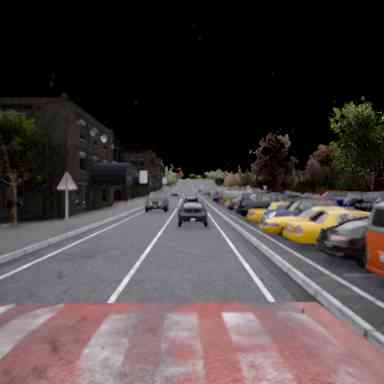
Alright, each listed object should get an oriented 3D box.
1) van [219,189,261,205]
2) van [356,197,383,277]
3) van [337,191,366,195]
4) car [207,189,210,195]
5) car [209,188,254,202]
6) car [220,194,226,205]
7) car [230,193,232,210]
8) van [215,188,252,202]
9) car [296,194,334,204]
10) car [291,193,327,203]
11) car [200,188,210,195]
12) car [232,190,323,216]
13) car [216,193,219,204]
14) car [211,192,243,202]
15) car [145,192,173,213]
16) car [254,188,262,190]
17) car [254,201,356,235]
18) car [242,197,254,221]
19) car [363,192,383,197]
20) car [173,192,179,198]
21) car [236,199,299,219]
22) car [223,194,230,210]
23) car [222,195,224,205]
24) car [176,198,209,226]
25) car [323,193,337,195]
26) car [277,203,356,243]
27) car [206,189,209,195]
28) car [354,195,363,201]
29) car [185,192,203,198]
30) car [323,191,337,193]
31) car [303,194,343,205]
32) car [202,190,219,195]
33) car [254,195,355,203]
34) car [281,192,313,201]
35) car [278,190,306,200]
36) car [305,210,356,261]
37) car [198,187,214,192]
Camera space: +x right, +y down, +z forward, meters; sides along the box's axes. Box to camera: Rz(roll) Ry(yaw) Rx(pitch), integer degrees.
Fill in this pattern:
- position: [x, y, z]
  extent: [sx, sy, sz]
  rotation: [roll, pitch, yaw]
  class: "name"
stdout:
- position: [5.996, 0.961, 41.180]
  extent: [4.442, 1.987, 1.878]
  rotation: [0, 1, 0]
  class: "van"
- position: [6.275, 1.169, 7.135]
  extent: [4.442, 1.987, 1.878]
  rotation: [0, 0, 0]
  class: "van"
- position: [18.380, 1.021, 35.547]
  extent: [4.442, 1.987, 1.878]
  rotation: [0, 0, 0]
  class: "van"
- position: [5.697, 0.718, 63.663]
  extent: [4.674, 1.452, 2.002]
  rotation: [0, 1, 0]
  class: "car"
- position: [5.783, 0.748, 49.532]
  extent: [5.566, 2.045, 2.435]
  rotation: [0, 1, 0]
  class: "car"
- position: [5.906, 1.269, 38.226]
  extent: [4.674, 1.452, 2.002]
  rotation: [0, 0, 0]
  class: "car"
- position: [6.004, 1.152, 29.740]
  extent: [4.553, 1.767, 2.185]
  rotation: [0, 0, 0]
  class: "car"
- position: [5.951, 0.838, 46.709]
  extent: [4.442, 1.987, 1.878]
  rotation: [0, 1, 0]
  class: "van"
- position: [18.356, 1.024, 49.810]
  extent: [4.792, 1.488, 2.163]
  rotation: [0, 1, 0]
  class: "car"
- position: [18.371, 0.934, 52.507]
  extent: [4.892, 1.521, 2.231]
  rotation: [0, 1, 0]
  class: "car"
- position: [5.243, 0.273, 89.818]
  extent: [4.674, 1.452, 2.002]
  rotation: [1, 1, 0]
  class: "car"
- position: [6.048, 1.056, 24.088]
  extent: [5.566, 2.045, 2.435]
  rotation: [0, 0, 0]
  class: "car"
- position: [5.860, 1.169, 43.890]
  extent: [4.674, 1.452, 2.002]
  rotation: [0, 1, 0]
  class: "car"
- position: [5.759, 0.871, 55.187]
  extent: [5.008, 1.535, 2.097]
  rotation: [0, 1, 0]
  class: "car"
- position: [-3.481, 0.981, 34.046]
  extent: [2.150, 2.045, 5.566]
  rotation: [0, 1, 0]
  class: "car"
- position: [18.277, 0.109, 89.809]
  extent: [4.553, 1.767, 2.185]
  rotation: [0, 1, -1]
  class: "car"
- position: [5.903, 1.348, 15.611]
  extent: [5.366, 1.575, 1.946]
  rotation: [0, 0, 0]
  class: "car"
- position: [6.228, 1.319, 21.265]
  extent: [5.366, 1.575, 1.946]
  rotation: [0, 0, 0]
  class: "car"
- position: [18.511, 1.150, 30.024]
  extent: [4.553, 1.767, 2.185]
  rotation: [0, 0, 0]
  class: "car"
- position: [-3.844, 0.576, 74.476]
  extent: [1.895, 1.301, 4.718]
  rotation: [0, 1, -1]
  class: "car"
- position: [5.999, 1.333, 26.915]
  extent: [4.674, 1.452, 2.002]
  rotation: [0, 0, 0]
  class: "car"
- position: [5.945, 1.263, 32.566]
  extent: [5.008, 1.535, 2.097]
  rotation: [0, 0, 0]
  class: "car"
- position: [5.924, 1.289, 35.391]
  extent: [4.674, 1.452, 2.002]
  rotation: [0, 0, 0]
  class: "car"
- position: [0.040, 1.363, 22.026]
  extent: [1.837, 1.490, 4.892]
  rotation: [0, 1, 0]
  class: "car"
- position: [18.448, 1.184, 41.329]
  extent: [5.008, 1.535, 2.097]
  rotation: [0, 1, 0]
  class: "car"
- position: [6.298, 1.362, 12.788]
  extent: [5.366, 1.575, 1.946]
  rotation: [0, 0, 0]
  class: "car"
- position: [5.701, 0.643, 66.489]
  extent: [4.792, 1.488, 2.163]
  rotation: [0, 1, 0]
  class: "car"
- position: [18.552, 1.291, 32.723]
  extent: [4.792, 1.488, 2.163]
  rotation: [0, 0, -1]
  class: "car"
- position: [-0.083, 1.177, 40.222]
  extent: [2.128, 1.511, 4.902]
  rotation: [0, 1, 0]
  class: "car"
- position: [18.403, 0.872, 44.158]
  extent: [5.566, 2.045, 2.435]
  rotation: [0, 1, 0]
  class: "car"
- position: [18.379, 1.088, 46.987]
  extent: [4.792, 1.488, 2.163]
  rotation: [0, 1, 0]
  class: "car"
- position: [5.198, 0.129, 95.241]
  extent: [4.792, 1.488, 2.163]
  rotation: [0, 1, -1]
  class: "car"
- position: [6.097, 1.211, 18.437]
  extent: [4.553, 1.767, 2.185]
  rotation: [0, 0, 0]
  class: "car"
- position: [18.313, 0.801, 58.278]
  extent: [5.008, 1.535, 2.097]
  rotation: [0, 1, 0]
  class: "car"
- position: [18.265, 0.614, 60.973]
  extent: [4.553, 1.767, 2.185]
  rotation: [0, 1, 0]
  class: "car"
- position: [6.133, 1.420, 9.961]
  extent: [4.674, 1.452, 2.002]
  rotation: [0, 0, 0]
  class: "car"
- position: [5.014, 0.165, 92.456]
  extent: [5.366, 1.575, 1.946]
  rotation: [0, 1, -1]
  class: "car"
